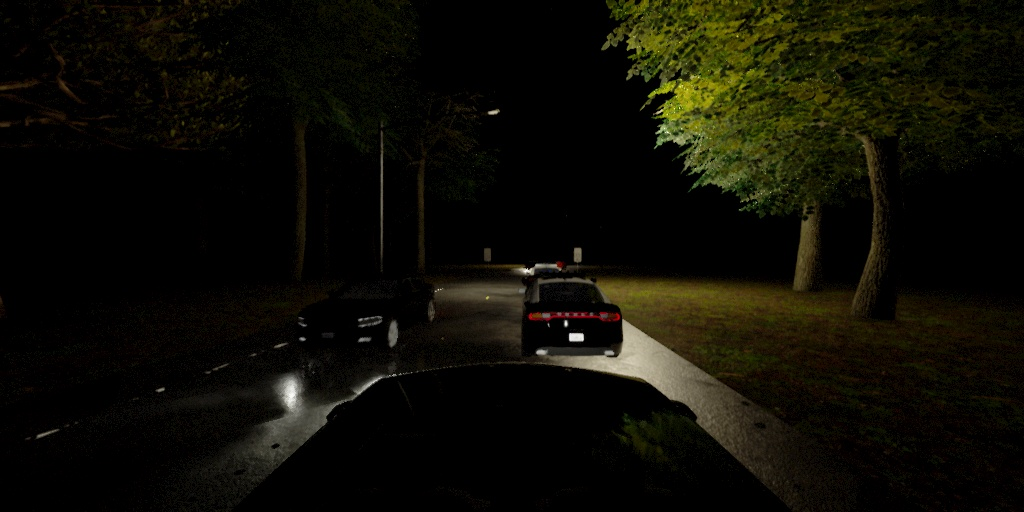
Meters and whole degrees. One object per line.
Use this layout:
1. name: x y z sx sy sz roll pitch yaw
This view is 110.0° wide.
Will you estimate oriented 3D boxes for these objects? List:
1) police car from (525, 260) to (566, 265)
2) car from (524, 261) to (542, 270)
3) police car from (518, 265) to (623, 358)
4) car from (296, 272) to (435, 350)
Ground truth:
1. police car: 1.751 1.187 18.500 1.930 1.638 5.238 0 0 5
2. car: 3.335 1.472 56.099 1.895 1.301 4.718 0 0 14
3. police car: 1.179 1.173 8.641 1.930 1.638 5.238 0 0 2
4. car: -3.395 1.223 9.292 1.882 1.535 5.008 0 0 2
